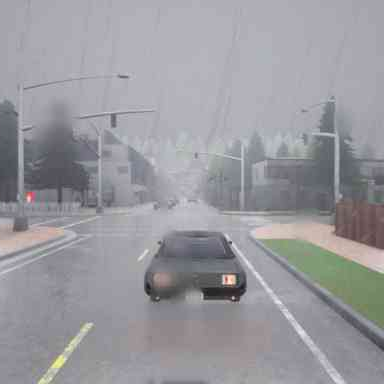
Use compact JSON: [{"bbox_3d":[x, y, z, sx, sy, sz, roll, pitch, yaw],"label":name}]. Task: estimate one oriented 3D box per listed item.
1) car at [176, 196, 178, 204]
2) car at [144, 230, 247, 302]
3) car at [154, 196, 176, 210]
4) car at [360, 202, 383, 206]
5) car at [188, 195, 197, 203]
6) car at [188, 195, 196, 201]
[{"bbox_3d":[-3.551,1.525,52.229,1.812,1.442,4.674,0,0,0],"label":"car"},{"bbox_3d":[0.075,1.601,8.208,1.895,1.301,4.718,0,0,0],"label":"car"},{"bbox_3d":[-3.564,1.351,41.994,2.097,1.767,4.553,0,0,0],"label":"car"},{"bbox_3d":[15.323,1.581,29.261,4.718,1.301,1.895,0,0,-8],"label":"car"},{"bbox_3d":[0.061,1.594,71.439,1.895,1.301,4.718,0,0,0],"label":"car"},{"bbox_3d":[0.067,1.476,81.475,1.882,1.535,5.008,0,0,0],"label":"car"}]
